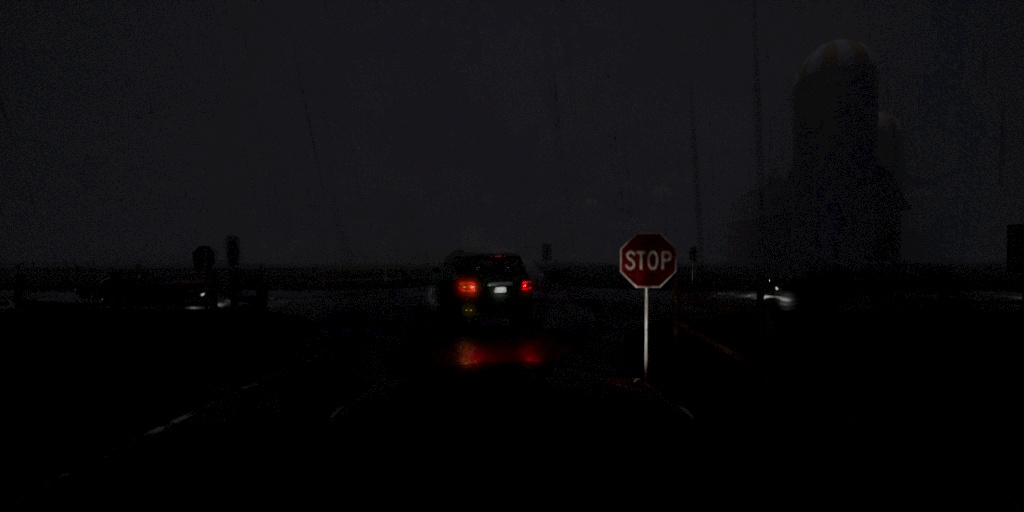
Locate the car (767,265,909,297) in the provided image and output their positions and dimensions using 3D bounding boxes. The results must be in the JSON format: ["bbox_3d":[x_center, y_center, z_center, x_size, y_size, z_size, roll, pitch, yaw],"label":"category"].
[{"bbox_3d":[15.313,1.153,17.031,5.357,1.411,2.033,0,1,2],"label":"car"}]

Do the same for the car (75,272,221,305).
[{"bbox_3d":[-15.374,1.329,15.348,4.718,1.301,1.895,0,1,2],"label":"car"}]

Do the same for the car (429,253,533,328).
[{"bbox_3d":[-1.206,0.914,11.463,2.150,2.045,5.566,0,1,-20],"label":"car"}]

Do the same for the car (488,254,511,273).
[{"bbox_3d":[-1.341,0.771,40.680,2.150,2.045,5.566,0,1,2],"label":"car"}]
